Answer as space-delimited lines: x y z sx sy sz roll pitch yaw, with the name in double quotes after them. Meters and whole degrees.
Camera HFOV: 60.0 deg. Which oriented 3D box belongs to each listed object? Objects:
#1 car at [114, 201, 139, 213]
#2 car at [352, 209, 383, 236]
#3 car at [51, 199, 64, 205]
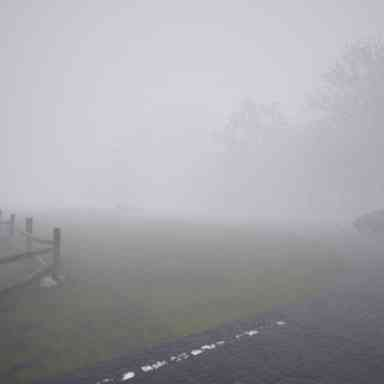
-8.503 1.861 43.029 1.812 1.442 4.674 1 -1 -36 "car"
10.486 1.558 16.632 1.812 1.442 4.674 1 -1 -36 "car"
-28.952 2.176 71.456 1.994 1.385 4.181 1 -1 -36 "car"
